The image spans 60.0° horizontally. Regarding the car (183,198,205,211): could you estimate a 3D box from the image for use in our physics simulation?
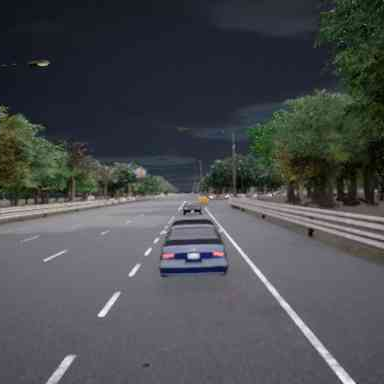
[{"bbox_3d":[0.036,1.628,35.085,1.895,1.301,4.718,-2,0,0],"label":"car"}]

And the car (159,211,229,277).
[{"bbox_3d":[0.036,1.555,10.340,2.033,1.411,5.357,-2,0,0],"label":"car"}]

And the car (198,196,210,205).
[{"bbox_3d":[1.988,1.483,59.486,1.882,1.535,5.008,-2,0,11],"label":"car"}]
